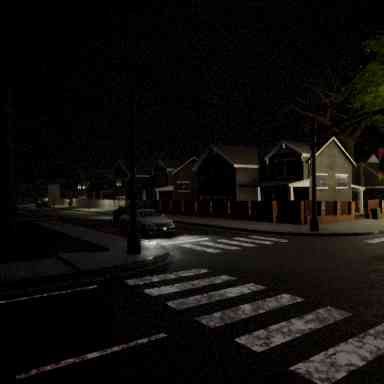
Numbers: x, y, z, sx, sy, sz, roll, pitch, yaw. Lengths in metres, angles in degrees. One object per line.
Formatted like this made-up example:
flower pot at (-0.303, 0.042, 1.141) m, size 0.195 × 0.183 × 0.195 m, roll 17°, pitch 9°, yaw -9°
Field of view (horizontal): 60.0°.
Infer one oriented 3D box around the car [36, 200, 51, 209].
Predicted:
car at (-26.072, 2.155, 58.373) m, size 2.128 × 1.511 × 4.902 m, roll -1°, pitch 0°, yaw -35°

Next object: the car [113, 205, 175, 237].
car at (-2.805, 1.717, 19.735) m, size 1.812 × 1.442 × 4.674 m, roll -1°, pitch 0°, yaw -35°
